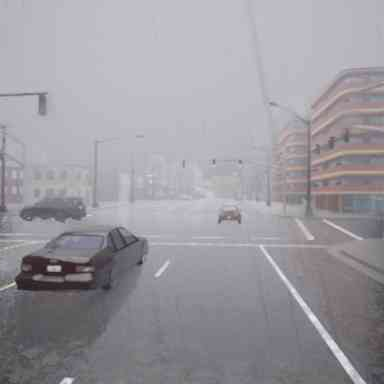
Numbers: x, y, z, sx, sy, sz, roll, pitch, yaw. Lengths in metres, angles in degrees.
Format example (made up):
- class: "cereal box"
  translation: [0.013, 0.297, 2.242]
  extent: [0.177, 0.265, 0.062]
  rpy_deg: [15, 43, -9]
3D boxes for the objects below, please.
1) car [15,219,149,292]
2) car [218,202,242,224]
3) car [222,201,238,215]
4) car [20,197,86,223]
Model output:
- class: "car"
  translation: [-2.602, 1.639, 9.279]
  extent: [2.033, 1.411, 5.357]
  rpy_deg: [0, -1, 5]
- class: "car"
  translation: [3.227, 1.840, 28.166]
  extent: [1.812, 1.442, 4.674]
  rpy_deg: [0, -1, 8]
- class: "car"
  translation: [4.711, 1.935, 41.616]
  extent: [1.812, 1.442, 4.674]
  rpy_deg: [0, 0, 6]
- class: "car"
  translation: [-11.551, 1.438, 27.755]
  extent: [5.566, 2.045, 2.150]
  rpy_deg: [0, -1, 18]
